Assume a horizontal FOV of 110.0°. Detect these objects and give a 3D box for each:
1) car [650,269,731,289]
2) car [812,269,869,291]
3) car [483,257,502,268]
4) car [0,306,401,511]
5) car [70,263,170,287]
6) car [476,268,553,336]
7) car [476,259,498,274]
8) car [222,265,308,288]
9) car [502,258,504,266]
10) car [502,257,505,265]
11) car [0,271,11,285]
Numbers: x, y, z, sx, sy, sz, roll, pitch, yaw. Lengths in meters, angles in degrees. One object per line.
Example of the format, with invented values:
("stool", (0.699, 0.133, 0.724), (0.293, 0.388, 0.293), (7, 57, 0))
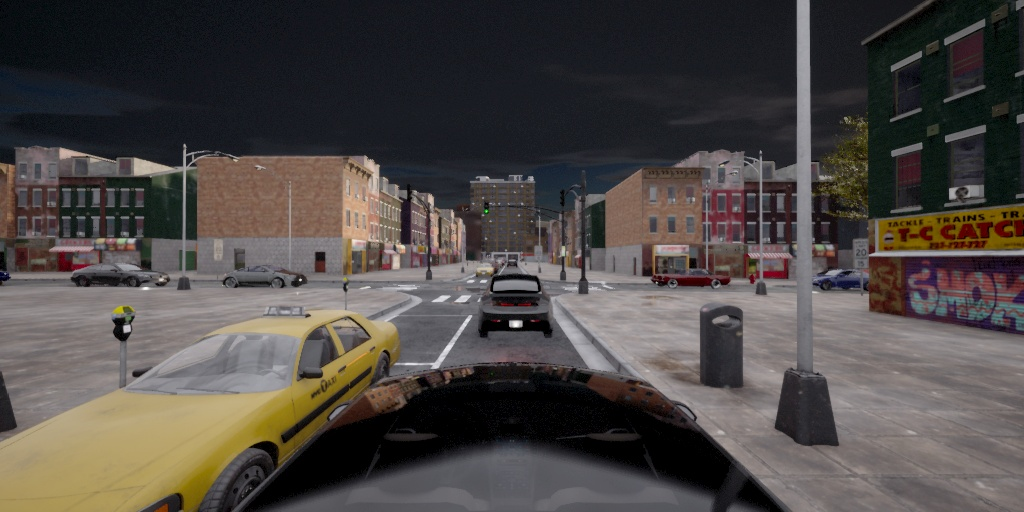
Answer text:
("car", (11.967, 1.513, 24.283), (4.718, 1.301, 1.895), (1, 0, -3))
("car", (22.130, 1.591, 24.323), (4.674, 1.442, 1.812), (1, 0, 0))
("car", (-2.664, 1.100, 41.489), (2.192, 1.841, 5.009), (0, 0, 0))
("car", (-2.639, 1.275, 3.920), (1.751, 1.417, 4.829), (0, 0, 0))
("car", (-23.012, 1.120, 21.126), (4.674, 1.442, 1.812), (0, 0, 0))
("car", (0.090, 1.257, 10.415), (1.837, 1.490, 4.892), (0, 0, 0))
("car", (-2.660, 1.302, 35.877), (1.751, 1.417, 4.829), (0, 0, 0))
("car", (-14.491, 1.219, 21.172), (4.181, 1.385, 1.994), (0, 0, 0))
("car", (-2.671, 1.357, 52.378), (2.007, 1.370, 4.403), (0, 0, 0))
("car", (-2.678, 1.358, 63.095), (1.751, 1.417, 4.829), (0, 0, 0))
("car", (-32.909, 1.143, 21.069), (4.718, 1.301, 1.895), (0, 0, 0))
